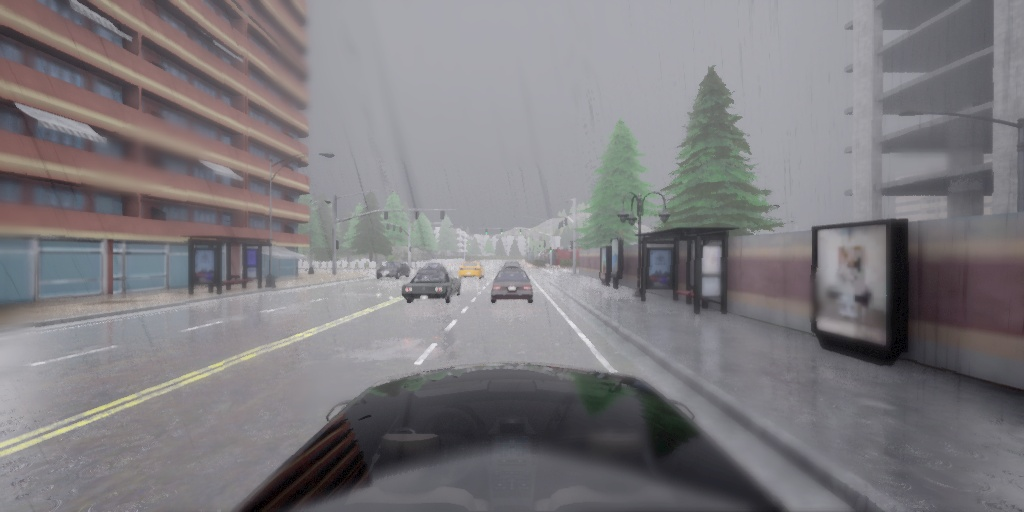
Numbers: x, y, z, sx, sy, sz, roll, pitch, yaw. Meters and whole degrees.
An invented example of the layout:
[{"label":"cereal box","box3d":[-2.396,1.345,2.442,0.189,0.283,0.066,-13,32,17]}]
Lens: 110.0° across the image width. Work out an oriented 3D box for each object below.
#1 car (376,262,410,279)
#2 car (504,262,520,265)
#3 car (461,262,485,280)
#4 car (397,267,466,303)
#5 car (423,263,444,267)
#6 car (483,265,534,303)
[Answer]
[{"label":"car","box3d":[-10.500,1.269,31.970,2.128,1.511,4.902,0,0,0]},{"label":"car","box3d":[0.000,1.265,31.500,1.837,1.490,4.892,0,0,0]},{"label":"car","box3d":[-3.500,1.233,31.500,1.882,1.535,5.008,0,0,0]},{"label":"car","box3d":[-3.500,1.364,16.530,1.895,1.301,4.718,0,0,0]},{"label":"car","box3d":[-7.000,1.350,31.970,2.033,1.411,5.357,0,0,0]},{"label":"car","box3d":[0.000,1.311,16.500,2.033,1.411,5.357,0,0,0]}]
